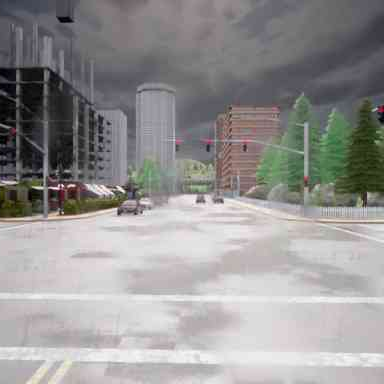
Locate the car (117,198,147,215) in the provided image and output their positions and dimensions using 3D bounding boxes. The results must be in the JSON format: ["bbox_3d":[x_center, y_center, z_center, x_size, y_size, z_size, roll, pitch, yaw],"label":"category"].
[{"bbox_3d":[-6.162,1.525,33.631,1.812,1.442,4.674,0,0,2],"label":"car"}]

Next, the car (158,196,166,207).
[{"bbox_3d":[-5.687,1.352,51.726,2.097,1.767,4.553,0,0,1],"label":"car"}]

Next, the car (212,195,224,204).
[{"bbox_3d":[5.255,1.525,65.670,1.812,1.442,4.674,0,0,1],"label":"car"}]

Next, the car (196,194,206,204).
[{"bbox_3d":[1.748,1.600,65.439,1.895,1.301,4.718,0,0,1],"label":"car"}]

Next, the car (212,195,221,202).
[{"bbox_3d":[5.476,1.421,74.566,1.895,1.301,4.718,0,0,1],"label":"car"}]

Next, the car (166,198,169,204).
[{"bbox_3d":[-5.415,1.563,61.648,1.994,1.385,4.181,0,0,2],"label":"car"}]

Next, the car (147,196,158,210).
[{"bbox_3d":[-5.918,1.525,42.721,1.812,1.442,4.674,0,0,1],"label":"car"}]

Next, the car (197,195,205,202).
[{"bbox_3d":[1.976,1.326,74.624,1.837,1.490,4.892,0,0,1],"label":"car"}]
